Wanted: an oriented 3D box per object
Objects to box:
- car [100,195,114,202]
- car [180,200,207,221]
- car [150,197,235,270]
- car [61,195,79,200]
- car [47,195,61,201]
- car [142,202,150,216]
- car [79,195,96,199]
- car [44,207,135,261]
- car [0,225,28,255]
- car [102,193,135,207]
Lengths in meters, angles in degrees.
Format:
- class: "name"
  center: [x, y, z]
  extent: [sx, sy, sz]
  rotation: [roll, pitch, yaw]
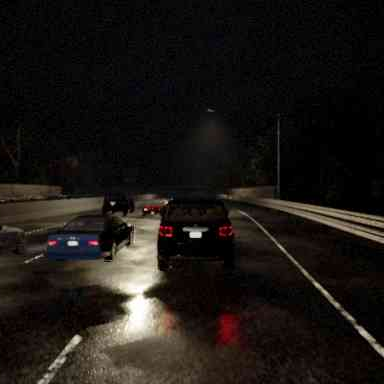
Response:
- class: "car"
  center: [-17.468, 1.326, 68.418]
  extent: [1.812, 1.442, 4.674]
  rotation: [0, 0, 0]
- class: "car"
  center: [0.112, 1.462, 27.217]
  extent: [2.033, 1.411, 5.357]
  rotation: [0, 0, 0]
- class: "car"
  center: [0.102, 1.181, 11.081]
  extent: [2.150, 2.045, 5.566]
  rotation: [0, 0, 0]
- class: "car"
  center: [-24.468, 1.306, 68.005]
  extent: [1.837, 1.490, 4.892]
  rotation: [0, 0, 0]
- class: "car"
  center: [-27.969, 1.331, 68.006]
  extent: [2.128, 1.511, 4.902]
  rotation: [0, 0, 0]
- class: "car"
  center: [-3.387, 1.505, 30.957]
  extent: [1.895, 1.301, 4.718]
  rotation: [0, 0, 0]
- class: "car"
  center: [-20.969, 1.358, 68.003]
  extent: [1.994, 1.385, 4.181]
  rotation: [0, 0, 0]
- class: "car"
  center: [-3.395, 1.507, 11.986]
  extent: [2.033, 1.411, 5.357]
  rotation: [0, 0, 0]
- class: "car"
  center: [-6.906, 1.491, 10.188]
  extent: [1.812, 1.442, 4.674]
  rotation: [0, 0, 0]
- class: "car"
  center: [-6.884, 1.124, 31.613]
  extent: [2.150, 2.045, 5.566]
  rotation: [0, 0, 0]
